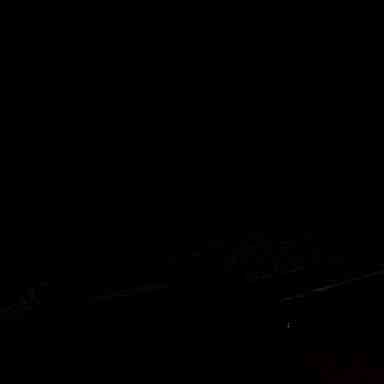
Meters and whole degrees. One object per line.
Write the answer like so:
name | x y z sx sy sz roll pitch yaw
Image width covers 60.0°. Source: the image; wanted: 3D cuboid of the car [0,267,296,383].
car | -1.002 1.526 2.971 4.674 1.442 1.812 0 0 -35
